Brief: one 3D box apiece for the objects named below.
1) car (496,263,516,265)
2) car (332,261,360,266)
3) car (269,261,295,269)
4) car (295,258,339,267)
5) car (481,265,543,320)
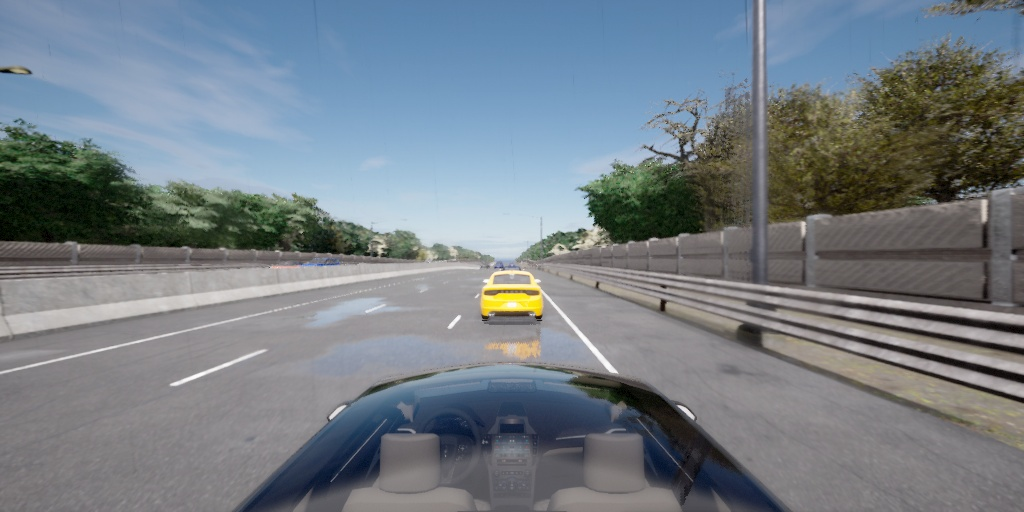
[{"bbox_3d":[-0.003,1.420,26.132,1.994,1.385,4.181,0,-1,0],"label":"car"},{"bbox_3d":[-17.512,1.568,39.381,1.994,1.385,4.181,0,-1,0],"label":"car"},{"bbox_3d":[-24.510,1.353,39.363,2.097,1.767,4.553,0,-1,0],"label":"car"},{"bbox_3d":[-21.007,1.218,39.639,2.150,2.045,5.566,0,-1,0],"label":"car"},{"bbox_3d":[-0.001,1.256,12.673,1.882,1.535,5.008,0,0,0],"label":"car"}]
